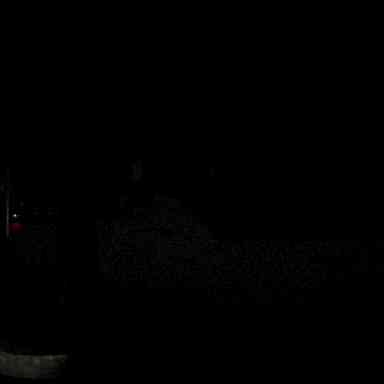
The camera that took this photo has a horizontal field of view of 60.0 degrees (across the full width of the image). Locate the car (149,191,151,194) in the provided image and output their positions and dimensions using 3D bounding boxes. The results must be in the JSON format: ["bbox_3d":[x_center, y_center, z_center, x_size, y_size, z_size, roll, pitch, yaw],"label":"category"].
[{"bbox_3d":[-14.444,0.349,86.427,5.566,2.045,2.435,2,1,-25],"label":"car"}]

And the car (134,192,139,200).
[{"bbox_3d":[-11.339,1.152,50.499,5.366,1.575,1.946,1,1,-25],"label":"car"}]

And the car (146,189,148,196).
[{"bbox_3d":[-13.630,0.479,77.448,5.566,2.045,2.435,2,1,-25],"label":"car"}]

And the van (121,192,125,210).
[{"bbox_3d":[-9.314,1.155,32.708,4.442,1.987,1.878,2,0,-26],"label":"van"}]

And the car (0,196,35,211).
[{"bbox_3d":[-19.230,1.229,36.728,1.837,1.490,4.892,1,0,-5],"label":"car"}]

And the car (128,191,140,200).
[{"bbox_3d":[-11.444,1.111,53.567,4.892,1.521,2.231,1,1,-25],"label":"car"}]

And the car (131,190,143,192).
[{"bbox_3d":[-12.578,0.943,65.504,4.792,1.488,2.163,1,1,-25],"label":"car"}]

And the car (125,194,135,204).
[{"bbox_3d":[-9.861,1.351,38.700,5.366,1.575,1.946,1,0,-26],"label":"car"}]

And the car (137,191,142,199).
[{"bbox_3d":[-12.278,1.002,62.528,4.674,1.452,2.002,1,1,-25],"label":"car"}]

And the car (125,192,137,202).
[{"bbox_3d":[-11.057,1.202,47.511,5.366,1.575,1.946,1,1,-25],"label":"car"}]

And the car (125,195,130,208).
[{"bbox_3d":[-9.720,1.368,35.631,5.008,1.535,2.097,2,1,-26],"label":"car"}]

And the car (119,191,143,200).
[{"bbox_3d":[-13.057,0.696,71.503,4.553,1.767,2.185,1,1,-25],"label":"car"}]

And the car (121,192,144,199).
[{"bbox_3d":[-13.363,0.814,74.487,4.674,1.452,2.002,1,0,-25],"label":"car"}]

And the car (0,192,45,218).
[{"bbox_3d":[-14.246,1.047,27.807,2.150,2.045,5.566,1,0,-5],"label":"car"}]

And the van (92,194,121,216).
[{"bbox_3d":[-9.010,1.166,29.723,4.442,1.987,1.878,2,0,-26],"label":"van"}]
